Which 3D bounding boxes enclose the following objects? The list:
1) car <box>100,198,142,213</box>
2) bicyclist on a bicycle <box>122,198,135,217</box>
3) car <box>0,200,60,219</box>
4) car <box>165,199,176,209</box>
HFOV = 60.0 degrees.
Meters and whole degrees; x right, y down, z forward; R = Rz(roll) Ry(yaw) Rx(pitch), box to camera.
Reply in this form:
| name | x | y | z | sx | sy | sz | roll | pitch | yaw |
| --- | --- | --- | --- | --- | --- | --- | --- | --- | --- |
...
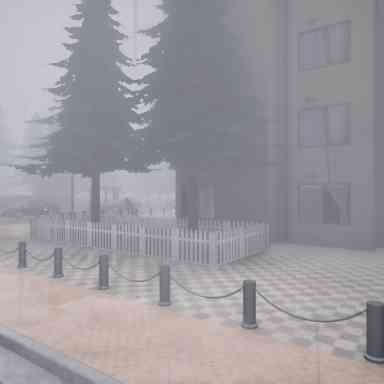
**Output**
| name | x | y | z | sx | sy | sz | roll | pitch | yaw |
| --- | --- | --- | --- | --- | --- | --- | --- | --- | --- |
| car | -7.825 | 1.462 | 36.946 | 1.882 | 1.535 | 5.008 | 0 | 0 | 37 |
| bicyclist on a bicycle | -5.345 | 1.285 | 27.851 | 1.656 | 1.620 | 0.582 | 0 | 0 | 37 |
| car | -13.951 | 1.476 | 28.893 | 2.128 | 1.511 | 4.902 | 0 | 0 | 37 |
| car | -1.612 | 1.510 | 45.076 | 1.812 | 1.442 | 4.674 | 0 | 0 | 37 |
